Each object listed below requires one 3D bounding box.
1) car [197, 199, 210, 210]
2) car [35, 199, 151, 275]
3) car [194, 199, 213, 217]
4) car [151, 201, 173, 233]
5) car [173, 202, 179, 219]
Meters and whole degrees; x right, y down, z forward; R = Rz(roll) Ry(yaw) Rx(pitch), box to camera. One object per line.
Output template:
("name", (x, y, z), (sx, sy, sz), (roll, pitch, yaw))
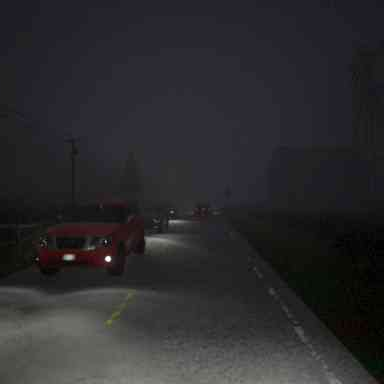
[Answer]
("car", (1.593, 1.777, 47.904), (1.812, 1.442, 4.674), (0, 0, 2))
("car", (-2.960, 1.278, 11.022), (2.150, 2.045, 5.566), (0, 0, 2))
("car", (1.152, 1.726, 33.994), (2.033, 1.411, 5.357), (0, 0, 2))
("car", (-2.586, 1.586, 20.926), (1.882, 1.535, 5.008), (0, 0, 2))
("car", (-2.288, 1.665, 30.891), (1.837, 1.490, 4.892), (0, 0, 2))
